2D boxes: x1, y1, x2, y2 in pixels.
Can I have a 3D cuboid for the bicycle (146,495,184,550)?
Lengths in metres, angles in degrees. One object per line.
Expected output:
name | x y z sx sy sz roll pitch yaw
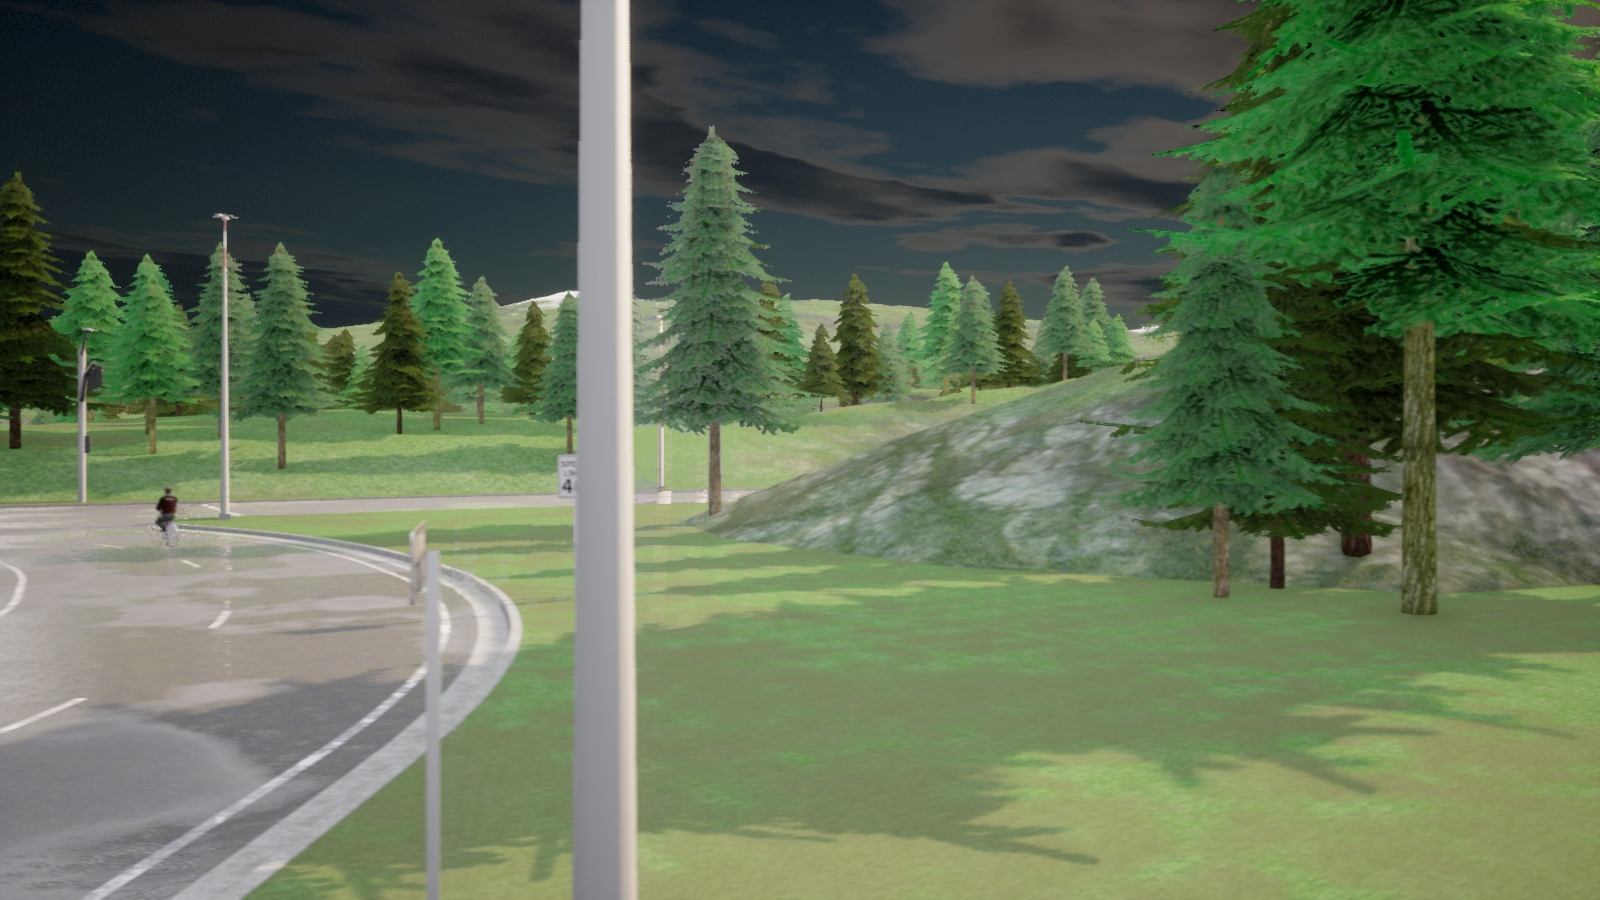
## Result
bicycle | -18.107 2.060 32.586 1.835 1.471 0.329 0 0 41
